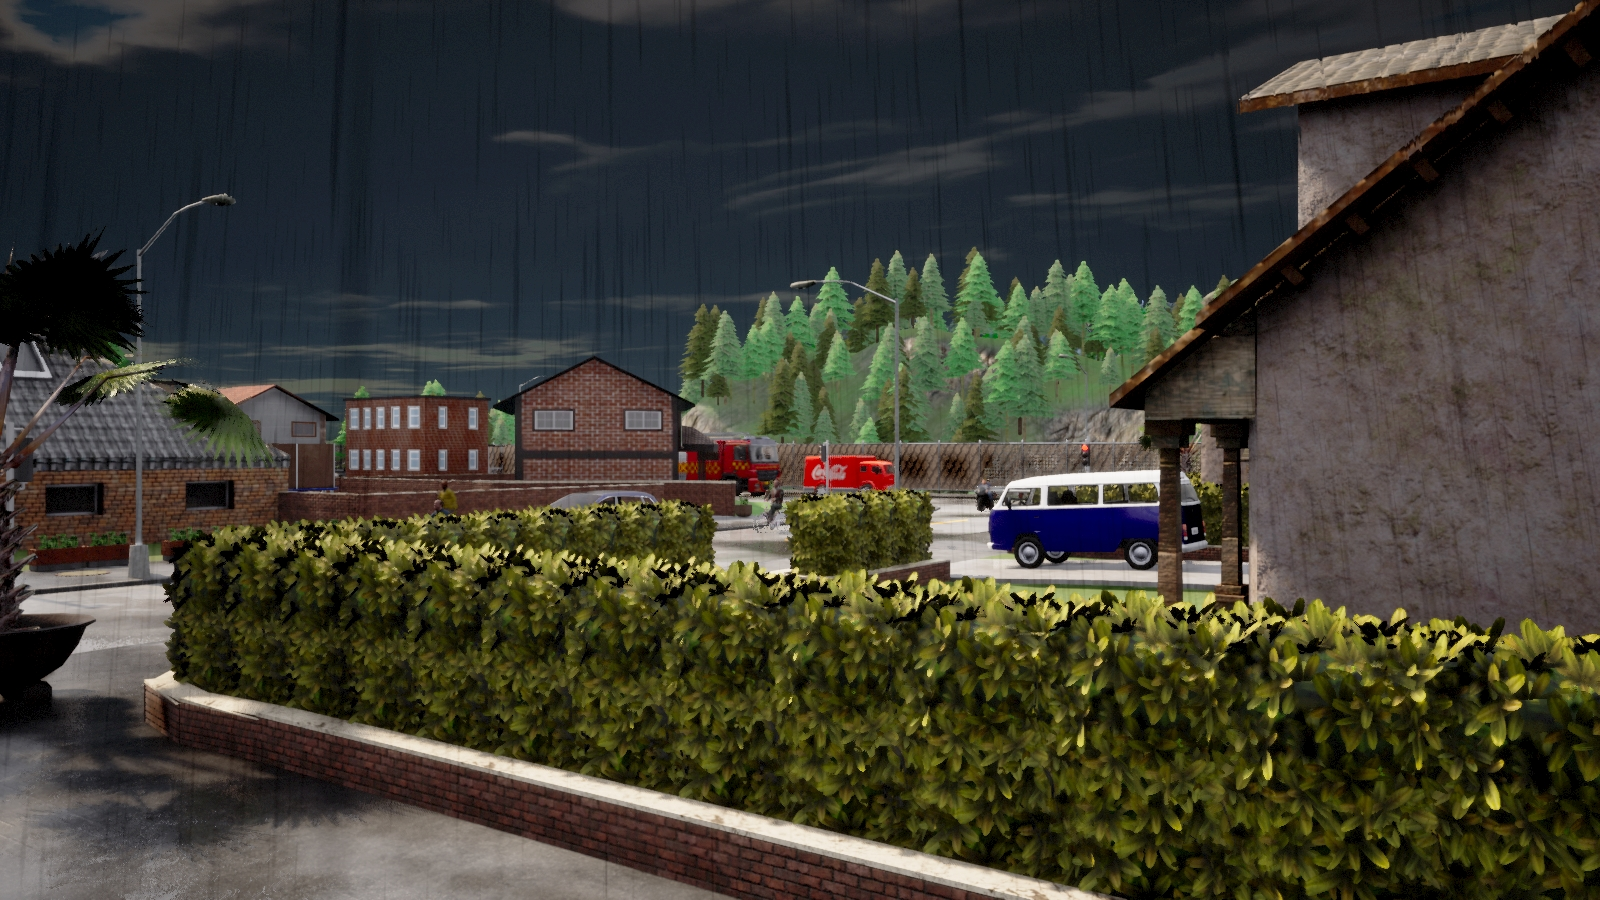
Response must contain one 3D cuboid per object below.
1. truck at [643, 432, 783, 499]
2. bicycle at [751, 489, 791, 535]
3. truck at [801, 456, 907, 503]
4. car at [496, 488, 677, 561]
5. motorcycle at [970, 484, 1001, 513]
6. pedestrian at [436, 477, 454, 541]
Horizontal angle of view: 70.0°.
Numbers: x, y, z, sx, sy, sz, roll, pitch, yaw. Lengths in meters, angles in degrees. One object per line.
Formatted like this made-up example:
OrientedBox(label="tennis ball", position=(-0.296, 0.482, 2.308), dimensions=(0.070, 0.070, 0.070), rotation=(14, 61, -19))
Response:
OrientedBox(label="truck", position=(-5.287, 0.873, 68.565), dimensions=(8.468, 3.827, 2.891), rotation=(0, 0, 35))
OrientedBox(label="bicycle", position=(-0.961, 2.051, 38.203), dimensions=(0.329, 1.471, 1.835), rotation=(0, 0, 35))
OrientedBox(label="truck", position=(2.958, 1.555, 62.804), dimensions=(5.204, 2.467, 2.627), rotation=(0, 0, 35))
OrientedBox(label="car", position=(-5.756, 1.958, 31.296), dimensions=(2.242, 1.667, 4.611), rotation=(0, 0, 35))
OrientedBox(label="motorcycle", position=(8.346, 2.177, 51.344), dimensions=(0.803, 1.199, 2.033), rotation=(-2, -1, 26))
OrientedBox(label="pedestrian", position=(-10.448, 1.732, 33.634), dimensions=(0.375, 1.860, 0.375), rotation=(0, 0, 33))
